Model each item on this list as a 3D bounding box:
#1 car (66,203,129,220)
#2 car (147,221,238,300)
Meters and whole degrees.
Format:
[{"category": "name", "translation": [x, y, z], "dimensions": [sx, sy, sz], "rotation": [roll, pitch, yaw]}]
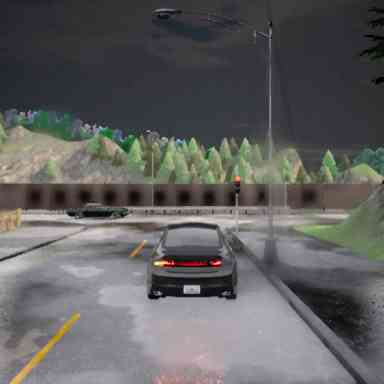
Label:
[{"category": "car", "translation": [-7.557, 1.588, 27.080], "dimensions": [4.718, 1.301, 1.895], "rotation": [0, 0, 0]}, {"category": "car", "translation": [0.021, 1.501, 8.391], "dimensions": [1.837, 1.490, 4.892], "rotation": [0, 0, 1]}]
